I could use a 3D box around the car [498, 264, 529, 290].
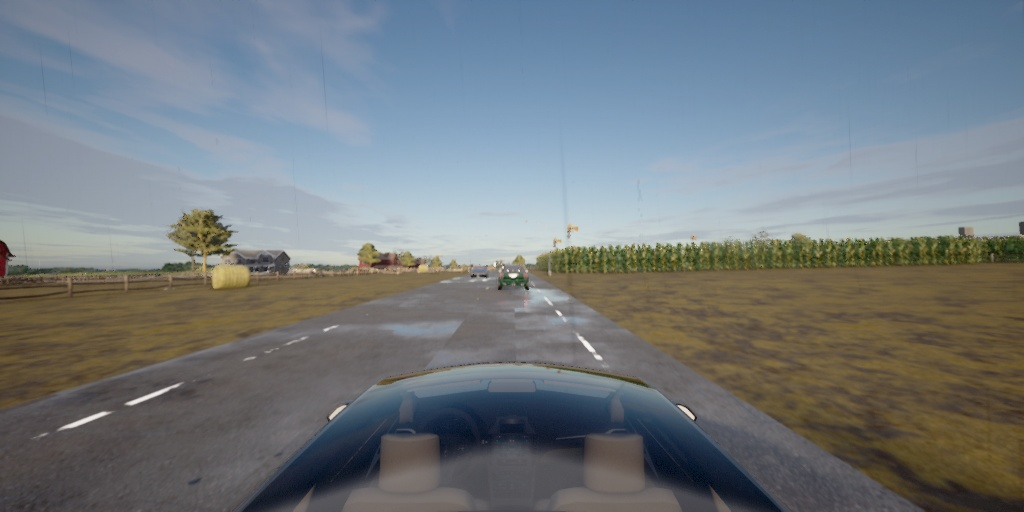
[{"bbox_3d":[0.096,1.400,25.792,2.097,1.767,4.553,0,-1,0],"label":"car"}]

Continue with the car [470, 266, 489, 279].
[{"bbox_3d":[-3.603,1.852,40.840,2.033,1.411,5.357,0,-1,0],"label":"car"}]
